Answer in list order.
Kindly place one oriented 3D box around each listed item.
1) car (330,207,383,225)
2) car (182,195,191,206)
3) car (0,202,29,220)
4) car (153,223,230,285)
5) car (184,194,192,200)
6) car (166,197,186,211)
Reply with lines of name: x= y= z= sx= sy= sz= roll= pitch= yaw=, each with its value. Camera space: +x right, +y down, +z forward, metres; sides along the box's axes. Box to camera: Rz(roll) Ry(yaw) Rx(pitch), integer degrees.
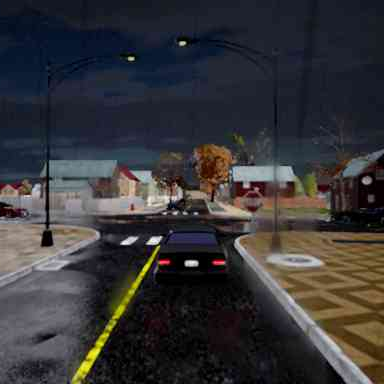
car: x=13.759 y=1.930 z=26.835 sx=4.718 sy=1.301 sz=1.895 roll=1 pitch=-1 yaw=8
car: x=-1.636 y=1.910 z=64.944 sx=1.837 sy=1.490 sz=4.892 roll=0 pitch=-1 yaw=3
car: x=-15.823 y=1.512 z=27.328 sx=4.674 sy=1.442 sz=1.812 roll=1 pitch=-1 yaw=8
car: x=0.051 y=1.600 z=9.676 sx=2.033 sy=1.411 sz=5.357 roll=0 pitch=0 yaw=1
car: x=-1.076 y=1.364 z=80.167 sx=2.150 sy=2.045 sz=5.566 roll=0 pitch=0 yaw=2
car: x=-2.359 y=1.813 z=45.491 sx=2.033 sy=1.411 sz=5.357 roll=0 pitch=0 yaw=2
